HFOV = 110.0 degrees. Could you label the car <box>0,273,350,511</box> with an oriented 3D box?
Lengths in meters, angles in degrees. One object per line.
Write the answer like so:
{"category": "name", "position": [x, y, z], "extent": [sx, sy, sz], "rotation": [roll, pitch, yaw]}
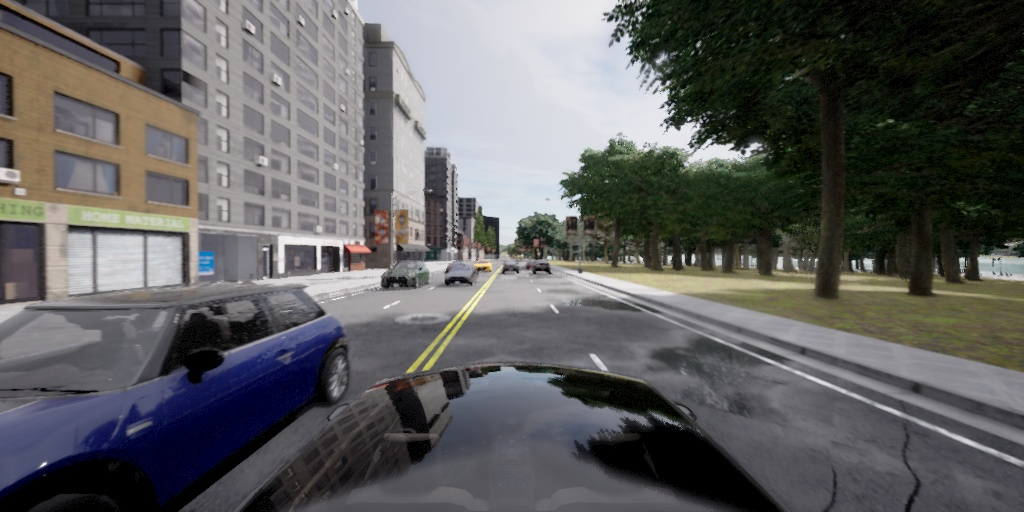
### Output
{"category": "car", "position": [-3.349, 1.107, 3.196], "extent": [2.097, 1.767, 4.553], "rotation": [0, 0, 0]}

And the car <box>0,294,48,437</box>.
{"category": "car", "position": [-6.600, 1.238, 1.865], "extent": [1.882, 1.535, 5.008], "rotation": [0, 0, 0]}

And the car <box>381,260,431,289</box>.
{"category": "car", "position": [-6.658, 1.090, 22.905], "extent": [2.097, 1.767, 4.553], "rotation": [0, 0, 0]}

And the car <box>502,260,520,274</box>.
{"category": "car", "position": [-0.138, 1.237, 40.503], "extent": [1.812, 1.442, 4.674], "rotation": [0, 0, 0]}

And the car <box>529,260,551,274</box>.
{"category": "car", "position": [3.214, 1.206, 40.042], "extent": [1.837, 1.490, 4.892], "rotation": [0, -1, 0]}

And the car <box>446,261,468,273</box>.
{"category": "car", "position": [-6.662, 1.281, 43.550], "extent": [1.994, 1.385, 4.181], "rotation": [0, 0, 0]}

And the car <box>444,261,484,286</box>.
{"category": "car", "position": [-3.405, 1.280, 25.070], "extent": [2.033, 1.411, 5.357], "rotation": [0, 0, 0]}

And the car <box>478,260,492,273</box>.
{"category": "car", "position": [-3.415, 1.190, 43.144], "extent": [1.882, 1.535, 5.008], "rotation": [0, 0, 0]}

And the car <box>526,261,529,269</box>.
{"category": "car", "position": [3.137, 1.252, 53.663], "extent": [1.994, 1.385, 4.181], "rotation": [0, 0, 0]}
